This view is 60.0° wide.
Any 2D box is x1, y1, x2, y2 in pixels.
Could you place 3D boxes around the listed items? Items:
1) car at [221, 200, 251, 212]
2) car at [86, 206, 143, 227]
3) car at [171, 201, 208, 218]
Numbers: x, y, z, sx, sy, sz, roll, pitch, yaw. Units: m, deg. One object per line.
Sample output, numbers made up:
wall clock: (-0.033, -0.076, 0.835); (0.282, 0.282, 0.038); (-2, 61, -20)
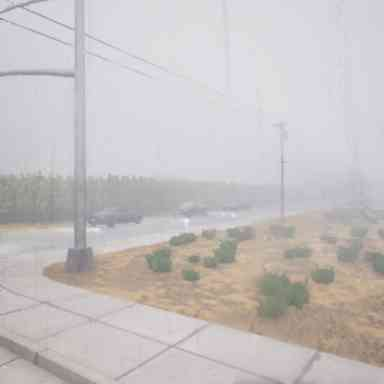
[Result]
car: (5.532, 1.661, 40.827); (2.033, 1.411, 5.357); (0, 0, 33)
car: (-5.439, 1.674, 23.710); (1.994, 1.385, 4.181); (0, 0, 33)
car: (-0.087, 1.637, 32.040); (1.812, 1.442, 4.674); (0, 0, 32)
